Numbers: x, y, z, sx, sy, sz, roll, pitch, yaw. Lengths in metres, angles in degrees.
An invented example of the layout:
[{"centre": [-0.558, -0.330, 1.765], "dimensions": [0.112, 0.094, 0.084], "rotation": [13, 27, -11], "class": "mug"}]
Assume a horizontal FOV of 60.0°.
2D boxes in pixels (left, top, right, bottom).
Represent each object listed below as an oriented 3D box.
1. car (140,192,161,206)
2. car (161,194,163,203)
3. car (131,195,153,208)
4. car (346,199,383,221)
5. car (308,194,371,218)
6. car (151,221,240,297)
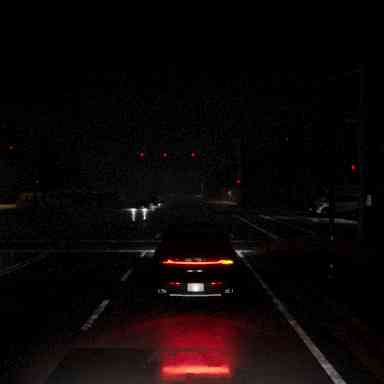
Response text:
[{"centre": [-7.163, 1.222, 56.922], "dimensions": [2.150, 2.045, 5.566], "rotation": [0, 0, 0], "class": "car"}, {"centre": [-7.117, 1.222, 67.126], "dimensions": [2.150, 2.045, 5.566], "rotation": [0, 0, 1], "class": "car"}, {"centre": [-7.156, 1.526, 47.165], "dimensions": [1.812, 1.442, 4.674], "rotation": [0, 0, 0], "class": "car"}, {"centre": [15.206, 1.526, 26.473], "dimensions": [4.674, 1.442, 1.812], "rotation": [0, 0, -1], "class": "car"}, {"centre": [13.432, 1.221, 29.918], "dimensions": [5.566, 2.045, 2.150], "rotation": [0, 0, -1], "class": "car"}, {"centre": [0.072, 1.505, 8.534], "dimensions": [1.837, 1.490, 4.892], "rotation": [0, 0, 0], "class": "car"}]
